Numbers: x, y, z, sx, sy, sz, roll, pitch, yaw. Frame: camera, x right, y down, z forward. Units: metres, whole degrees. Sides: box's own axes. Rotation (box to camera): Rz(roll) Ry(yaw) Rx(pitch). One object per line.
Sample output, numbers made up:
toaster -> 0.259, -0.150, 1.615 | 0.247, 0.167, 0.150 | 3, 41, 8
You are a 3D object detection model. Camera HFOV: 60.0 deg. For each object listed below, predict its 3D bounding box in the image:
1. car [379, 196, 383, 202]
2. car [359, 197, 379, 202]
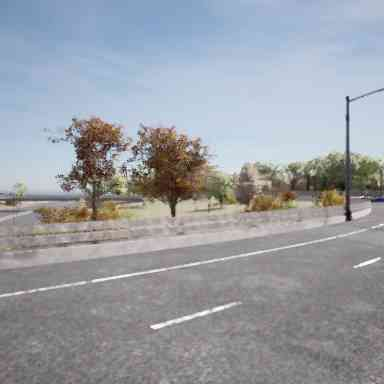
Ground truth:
car -> 47.117, 1.784, 82.101 | 1.882, 1.535, 5.008 | 0, 0, 3
car -> 43.612, 1.834, 82.908 | 2.033, 1.411, 5.357 | 0, 0, 3
